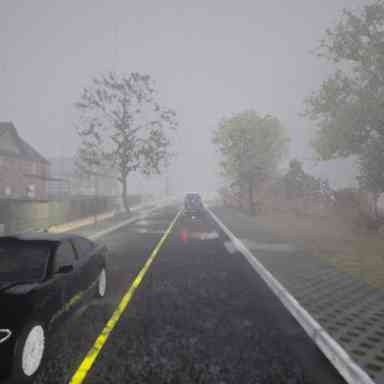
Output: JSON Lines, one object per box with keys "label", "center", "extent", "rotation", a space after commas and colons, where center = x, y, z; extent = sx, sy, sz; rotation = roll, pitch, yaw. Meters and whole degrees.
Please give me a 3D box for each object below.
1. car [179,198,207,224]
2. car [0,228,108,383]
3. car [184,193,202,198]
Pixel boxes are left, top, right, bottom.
{"label": "car", "center": [0.104, 1.483, 24.405], "extent": [2.128, 1.511, 4.902], "rotation": [0, 0, 0]}
{"label": "car", "center": [-2.825, 1.476, 5.622], "extent": [1.882, 1.535, 5.008], "rotation": [0, 0, 0]}
{"label": "car", "center": [0.106, 1.207, 43.047], "extent": [2.150, 2.045, 5.566], "rotation": [0, 0, 0]}
